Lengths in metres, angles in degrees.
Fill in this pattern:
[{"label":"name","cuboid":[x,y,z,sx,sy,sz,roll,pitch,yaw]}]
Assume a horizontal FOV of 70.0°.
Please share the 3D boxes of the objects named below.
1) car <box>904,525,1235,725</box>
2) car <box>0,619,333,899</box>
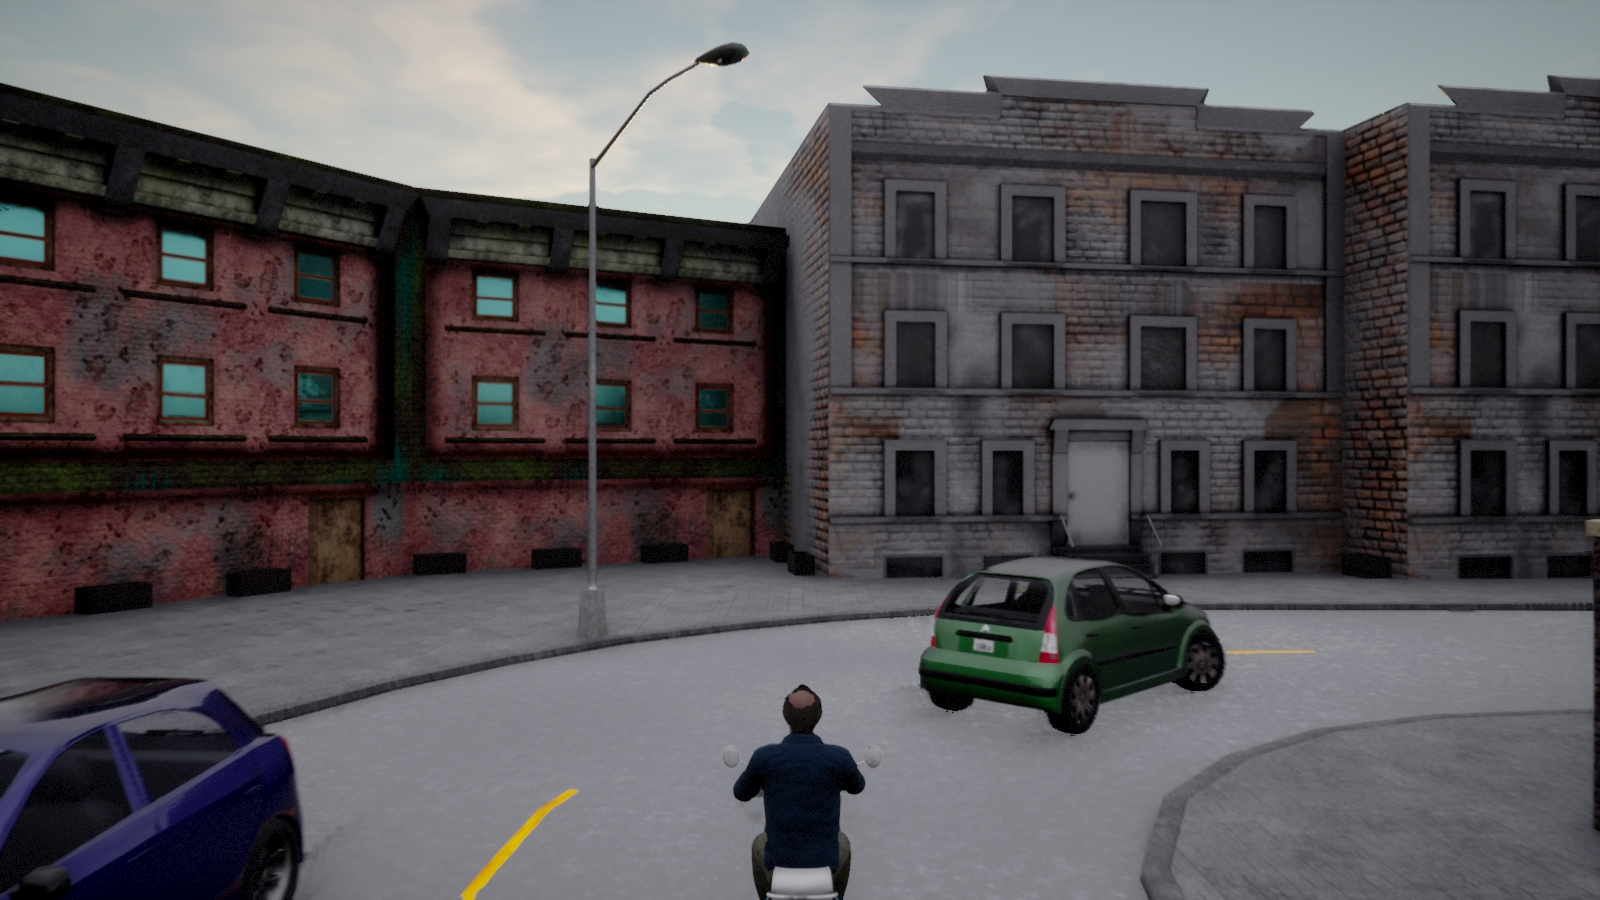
[{"label":"car","cuboid":[3.142,1.781,12.828,1.851,1.617,3.988,0,0,44]},{"label":"car","cuboid":[-3.929,1.818,5.345,1.845,1.501,3.633,0,0,3]}]
